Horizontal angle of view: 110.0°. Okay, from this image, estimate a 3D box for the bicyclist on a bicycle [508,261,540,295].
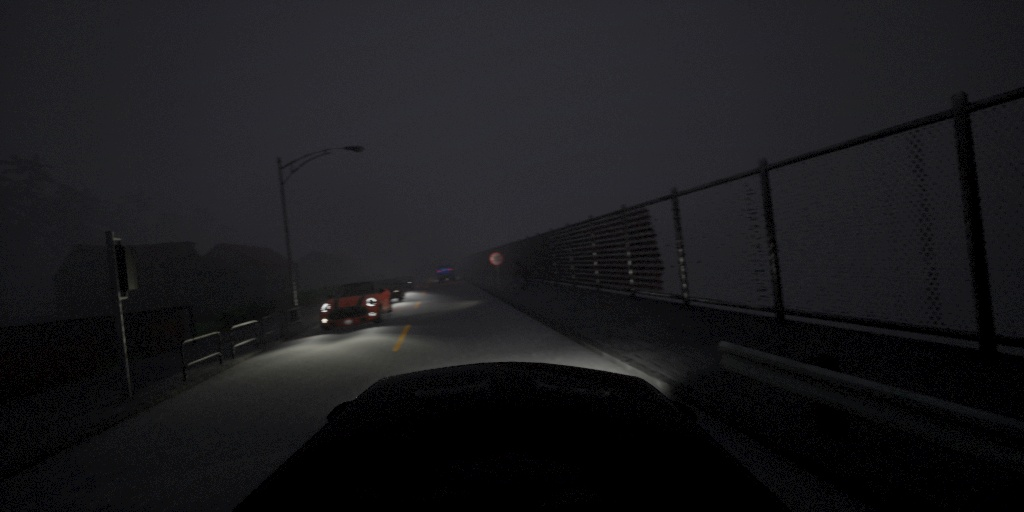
[{"bbox_3d":[0.538,1.072,17.895,1.656,1.620,0.582,-7,0,-12],"label":"bicyclist on a bicycle"}]

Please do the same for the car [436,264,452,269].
[{"bbox_3d":[-9.713,2.177,51.568,2.150,2.045,5.566,-6,0,-12],"label":"car"}]

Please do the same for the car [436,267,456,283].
[{"bbox_3d":[-7.481,2.281,41.098,1.895,1.301,4.718,-6,0,-11],"label":"car"}]

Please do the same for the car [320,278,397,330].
[{"bbox_3d":[-6.395,1.845,15.067,2.097,1.767,4.553,-6,0,-12],"label":"car"}]

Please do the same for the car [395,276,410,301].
[{"bbox_3d":[-8.176,2.241,23.897,1.812,1.442,4.674,-6,0,-12],"label":"car"}]

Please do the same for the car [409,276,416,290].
[{"bbox_3d":[-10.148,2.562,33.644,1.895,1.301,4.718,-6,0,-11],"label":"car"}]
